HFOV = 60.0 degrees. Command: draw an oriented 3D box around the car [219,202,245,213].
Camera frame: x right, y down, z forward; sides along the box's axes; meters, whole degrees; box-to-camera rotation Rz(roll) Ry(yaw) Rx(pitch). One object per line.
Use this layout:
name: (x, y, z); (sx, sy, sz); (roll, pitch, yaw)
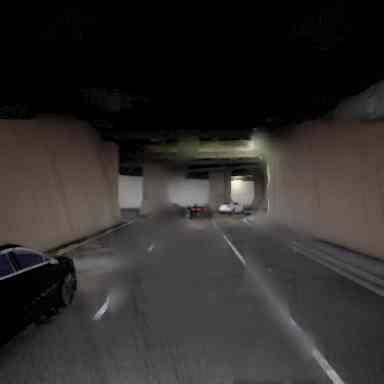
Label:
car: (5.232, 1.986, 43.232); (1.812, 1.442, 4.674); (0, -1, 34)

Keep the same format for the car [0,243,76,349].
car: (-3.392, 1.548, 5.242); (2.128, 1.511, 4.902); (0, -1, 0)

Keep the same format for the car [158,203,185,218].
car: (-1.986, 1.923, 35.286); (2.033, 1.411, 5.357); (0, -1, 13)

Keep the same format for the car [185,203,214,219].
car: (1.014, 1.841, 32.764); (2.128, 1.511, 4.902); (0, -1, 10)
